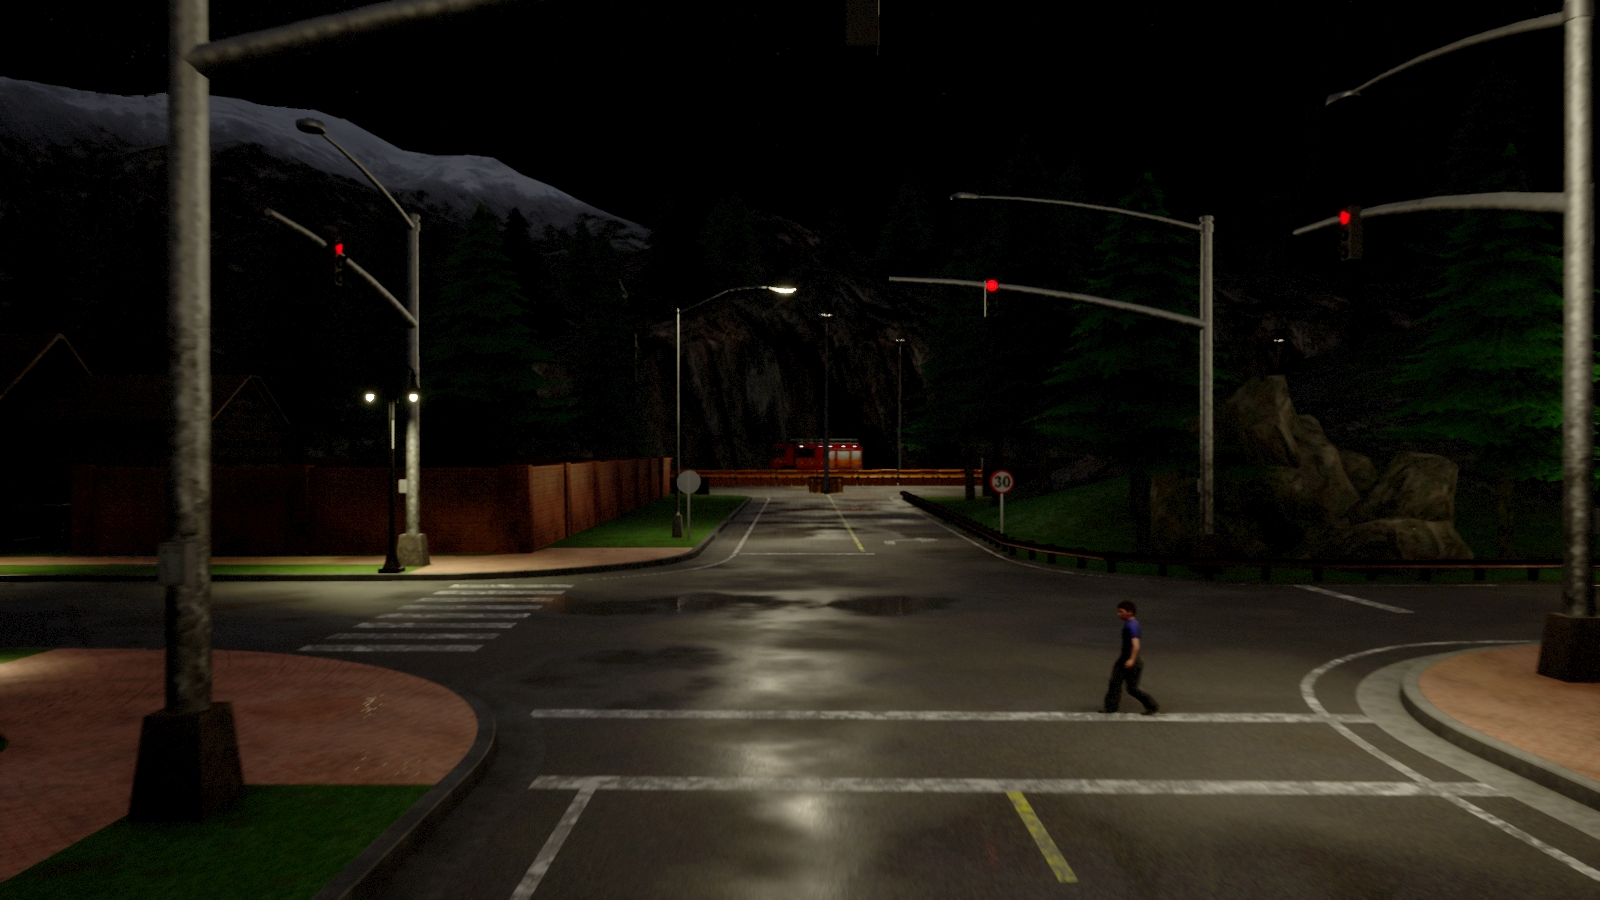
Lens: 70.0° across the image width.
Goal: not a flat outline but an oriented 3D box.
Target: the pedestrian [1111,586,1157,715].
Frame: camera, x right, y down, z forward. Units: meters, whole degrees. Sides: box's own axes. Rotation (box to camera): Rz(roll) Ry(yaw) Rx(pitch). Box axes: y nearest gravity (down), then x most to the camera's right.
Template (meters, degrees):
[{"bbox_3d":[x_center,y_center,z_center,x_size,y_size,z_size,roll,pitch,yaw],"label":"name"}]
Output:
[{"bbox_3d":[3.533,2.109,12.096,0.375,1.300,0.375,0,0,1],"label":"pedestrian"}]
